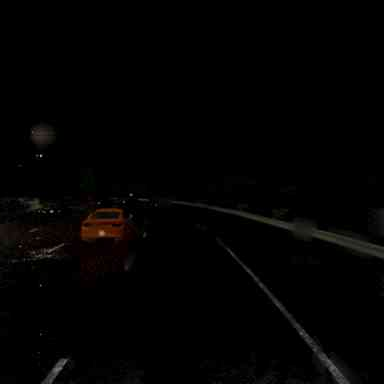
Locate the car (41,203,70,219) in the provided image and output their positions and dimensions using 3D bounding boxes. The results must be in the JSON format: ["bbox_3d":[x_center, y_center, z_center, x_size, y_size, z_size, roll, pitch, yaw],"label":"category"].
[{"bbox_3d":[-12.766,1.746,31.365,2.033,1.411,5.357,-1,0,-13],"label":"car"}]

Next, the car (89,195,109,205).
[{"bbox_3d":[-11.407,1.400,40.987,2.150,2.045,5.566,0,0,-15],"label":"car"}]

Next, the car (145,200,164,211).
[{"bbox_3d":[-4.749,1.645,42.258,1.994,1.385,4.181,-1,0,-14],"label":"car"}]

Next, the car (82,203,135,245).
[{"bbox_3d":[-3.954,1.541,16.103,1.882,1.535,5.008,0,0,-6],"label":"car"}]

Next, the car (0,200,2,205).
[{"bbox_3d":[-39.342,1.944,66.497,2.097,1.767,4.553,-1,0,-26],"label":"car"}]

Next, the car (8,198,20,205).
[{"bbox_3d":[-35.584,1.952,66.701,1.882,1.535,5.008,-1,0,-24],"label":"car"}]

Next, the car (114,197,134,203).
[{"bbox_3d":[-10.615,1.523,50.616,2.097,1.767,4.553,-1,0,-17],"label":"car"}]

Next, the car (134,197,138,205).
[{"bbox_3d":[-11.835,1.670,65.014,1.882,1.535,5.008,0,-1,-22],"label":"car"}]
